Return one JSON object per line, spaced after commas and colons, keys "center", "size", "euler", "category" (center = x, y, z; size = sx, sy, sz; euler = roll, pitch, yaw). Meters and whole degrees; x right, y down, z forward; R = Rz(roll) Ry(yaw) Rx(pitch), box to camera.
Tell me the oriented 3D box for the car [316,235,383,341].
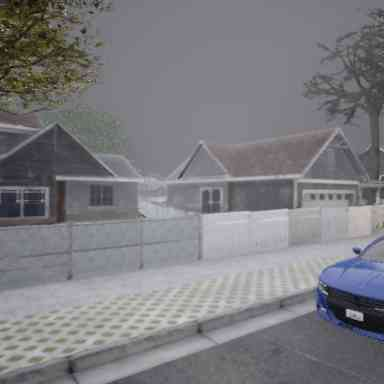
{"center": [4.349, 1.478, 6.197], "size": [5.008, 1.535, 1.882], "euler": [0, 0, -36], "category": "car"}
